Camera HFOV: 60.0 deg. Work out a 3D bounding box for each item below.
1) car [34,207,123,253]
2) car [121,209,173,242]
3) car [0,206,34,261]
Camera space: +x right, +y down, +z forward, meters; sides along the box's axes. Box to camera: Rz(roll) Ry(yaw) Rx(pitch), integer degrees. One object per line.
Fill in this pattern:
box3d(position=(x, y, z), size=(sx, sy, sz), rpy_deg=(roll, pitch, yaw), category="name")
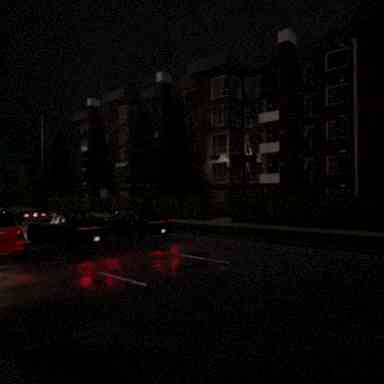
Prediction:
box3d(position=(-5.468, 1.617, 14.490), size=(4.902, 1.511, 2.128), rpy_deg=(-1, 0, 42), category="car")
box3d(position=(-3.122, 1.613, 17.088), size=(4.902, 1.511, 2.128), rpy_deg=(-1, 0, 42), category="car")
box3d(position=(-7.754, 1.479, 11.839), size=(4.553, 1.767, 2.097), rpy_deg=(-1, -1, 42), category="car")
